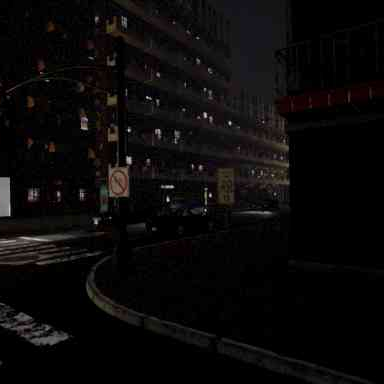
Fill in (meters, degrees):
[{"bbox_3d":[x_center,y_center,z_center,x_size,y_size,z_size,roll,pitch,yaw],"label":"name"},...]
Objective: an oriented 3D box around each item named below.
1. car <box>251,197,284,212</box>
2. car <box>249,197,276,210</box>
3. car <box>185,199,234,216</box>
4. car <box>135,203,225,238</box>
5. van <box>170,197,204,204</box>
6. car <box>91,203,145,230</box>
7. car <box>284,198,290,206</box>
[{"bbox_3d":[8.697,1.474,38.780,1.812,1.442,4.674,-1,-1,36],"label":"car"},{"bbox_3d":[9.399,1.431,44.007,1.967,1.590,4.097,-1,-1,36],"label":"car"},{"bbox_3d":[1.757,1.573,29.146,1.895,1.301,4.718,-1,-1,36],"label":"car"},{"bbox_3d":[-0.455,1.435,16.792,2.008,1.369,4.403,-1,-1,36],"label":"car"},{"bbox_3d":[-0.356,1.365,30.437,1.690,1.788,3.998,-1,-1,36],"label":"van"},{"bbox_3d":[-4.085,1.487,21.039,2.128,1.511,4.902,-1,-1,35],"label":"car"},{"bbox_3d":[15.803,1.497,52.915,1.752,1.417,4.829,-1,-1,36],"label":"car"}]
